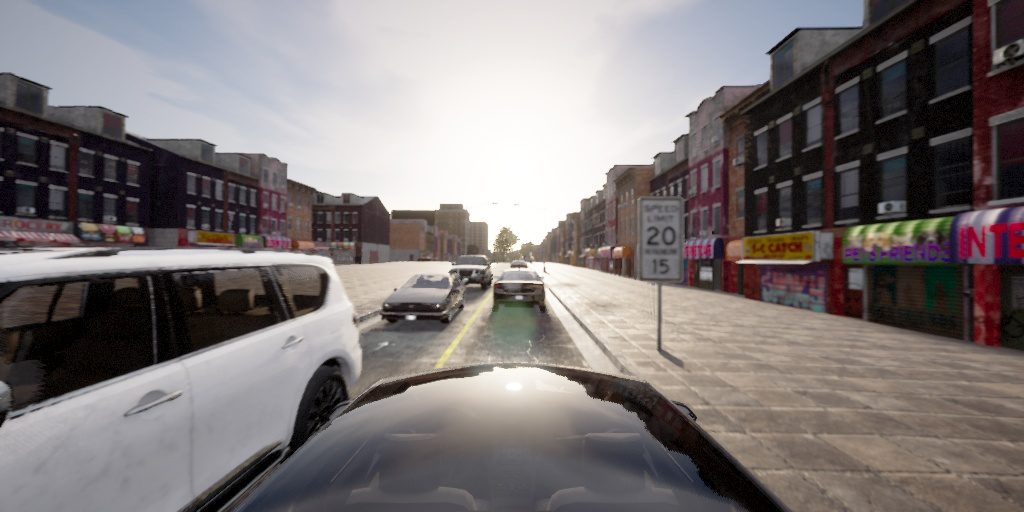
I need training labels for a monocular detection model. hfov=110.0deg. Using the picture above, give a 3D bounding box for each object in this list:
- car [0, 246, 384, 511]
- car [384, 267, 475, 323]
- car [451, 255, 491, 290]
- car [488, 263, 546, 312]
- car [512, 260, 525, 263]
[{"bbox_3d":[-2.870,0.949,1.972,2.150,2.045,5.566,0,0,1],"label":"car"},{"bbox_3d":[-2.694,1.269,12.266,2.033,1.411,5.357,0,0,0],"label":"car"},{"bbox_3d":[-2.497,0.936,22.597,2.150,2.045,5.566,0,0,1],"label":"car"},{"bbox_3d":[0.287,1.221,14.338,1.882,1.535,5.008,0,0,1],"label":"car"},{"bbox_3d":[0.731,1.194,39.775,1.882,1.535,5.008,0,0,1],"label":"car"}]
